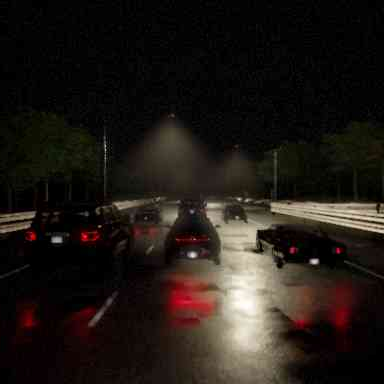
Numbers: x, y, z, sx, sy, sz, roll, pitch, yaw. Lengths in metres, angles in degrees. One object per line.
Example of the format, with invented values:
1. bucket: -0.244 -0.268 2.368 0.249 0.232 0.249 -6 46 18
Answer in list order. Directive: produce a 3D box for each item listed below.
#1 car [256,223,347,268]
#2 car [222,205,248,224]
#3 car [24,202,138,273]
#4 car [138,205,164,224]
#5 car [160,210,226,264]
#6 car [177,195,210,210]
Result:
1. car: 3.537 1.739 11.786 1.895 1.301 4.718 0 -1 0
2. car: 3.543 1.836 28.067 1.812 1.442 4.674 0 0 0
3. car: -3.469 1.355 11.280 2.150 2.045 5.566 0 0 0
4. car: -3.462 1.797 27.401 2.128 1.511 4.902 0 0 0
5. car: 0.041 1.651 12.413 1.837 1.490 4.892 0 0 1
6. car: 0.028 1.518 26.276 2.150 2.045 5.566 0 0 0
